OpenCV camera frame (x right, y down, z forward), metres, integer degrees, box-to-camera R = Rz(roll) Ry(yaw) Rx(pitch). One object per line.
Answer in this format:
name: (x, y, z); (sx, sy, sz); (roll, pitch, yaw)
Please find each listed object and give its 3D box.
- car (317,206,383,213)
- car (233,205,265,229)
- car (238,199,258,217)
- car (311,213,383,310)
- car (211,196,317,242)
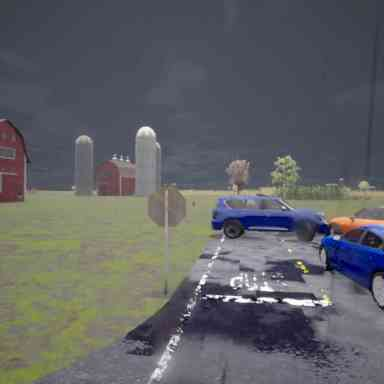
car: (7.732, 1.365, 13.753); (2.097, 1.767, 4.553); (0, 0, -21)
car: (3.863, 1.598, 22.685); (1.895, 1.301, 4.718); (0, 0, 9)
car: (5.528, 1.498, 32.991); (1.837, 1.490, 4.892); (0, 0, 9)
car: (4.586, 1.479, 7.748); (1.882, 1.535, 5.008); (0, 0, 2)
car: (3.711, 1.216, 16.404); (5.566, 2.045, 2.150); (0, 0, 17)
